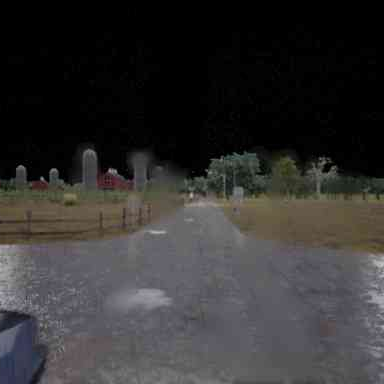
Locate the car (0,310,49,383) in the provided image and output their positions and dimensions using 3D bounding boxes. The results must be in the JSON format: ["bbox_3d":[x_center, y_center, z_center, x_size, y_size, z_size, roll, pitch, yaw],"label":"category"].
[{"bbox_3d":[-2.543,1.570,1.224,2.033,1.411,5.357,0,-1,3],"label":"car"}]
